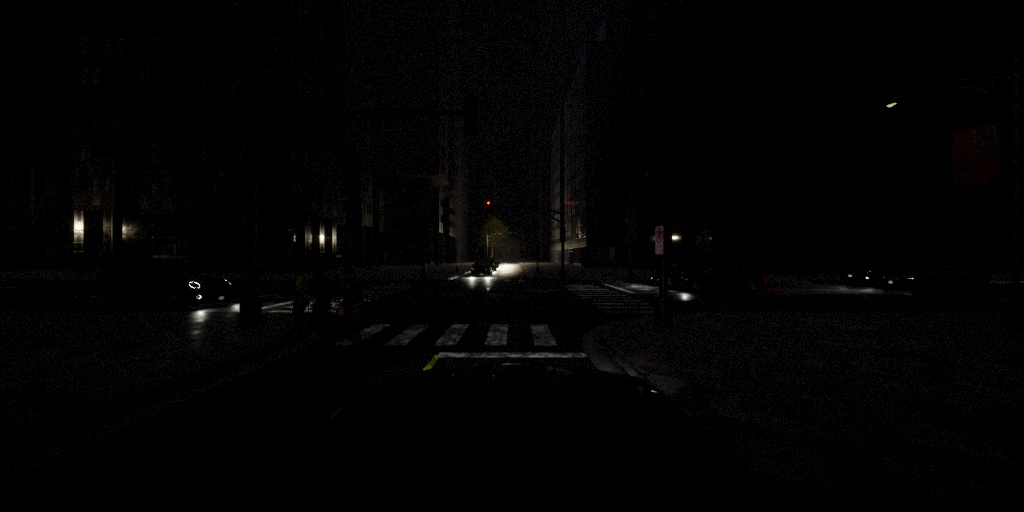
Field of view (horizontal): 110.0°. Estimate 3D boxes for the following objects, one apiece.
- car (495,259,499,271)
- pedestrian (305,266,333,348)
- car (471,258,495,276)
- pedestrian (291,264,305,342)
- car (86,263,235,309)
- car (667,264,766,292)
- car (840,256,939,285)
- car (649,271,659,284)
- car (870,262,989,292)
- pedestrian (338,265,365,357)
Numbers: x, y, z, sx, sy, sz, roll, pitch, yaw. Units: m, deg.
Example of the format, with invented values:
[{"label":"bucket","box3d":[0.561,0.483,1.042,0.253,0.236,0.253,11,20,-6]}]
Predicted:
[{"label":"car","box3d":[-3.131,1.102,47.469,2.097,1.767,4.553,0,0,0]},{"label":"pedestrian","box3d":[-4.081,1.044,7.680,0.375,1.860,0.375,0,0,0]},{"label":"car","box3d":[-3.114,1.227,37.539,1.882,1.535,5.008,0,0,1]},{"label":"pedestrian","box3d":[-4.900,1.044,8.288,0.375,1.860,0.375,0,0,0]},{"label":"car","box3d":[-13.871,1.100,14.354,4.553,1.767,2.097,0,0,0]},{"label":"car","box3d":[12.000,1.237,20.969,5.008,1.535,1.882,0,0,1]},{"label":"car","box3d":[25.562,0.994,24.165,5.566,2.045,2.150,0,0,0]},{"label":"car","box3d":[11.846,1.258,24.225,4.892,1.490,1.837,0,0,-1]},{"label":"car","box3d":[24.559,1.267,20.916,4.902,1.511,2.128,0,0,0]},{"label":"pedestrian","box3d":[-3.146,1.044,7.045,0.375,1.860,0.375,0,0,0]}]
